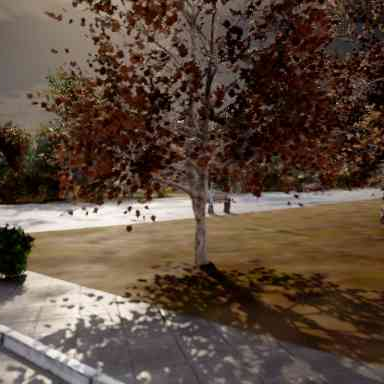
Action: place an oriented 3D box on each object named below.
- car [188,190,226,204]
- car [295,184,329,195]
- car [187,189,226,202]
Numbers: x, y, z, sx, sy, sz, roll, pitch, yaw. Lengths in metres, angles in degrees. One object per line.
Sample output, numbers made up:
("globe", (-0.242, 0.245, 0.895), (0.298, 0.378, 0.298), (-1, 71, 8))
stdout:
("car", (2.071, 0.519, 38.265), (4.181, 1.385, 1.994), (-3, 3, -33))
("car", (16.689, -0.462, 46.448), (4.718, 1.301, 1.895), (-3, 3, -25))
("car", (1.862, 0.382, 42.308), (4.718, 1.301, 1.895), (-3, 3, -32))
